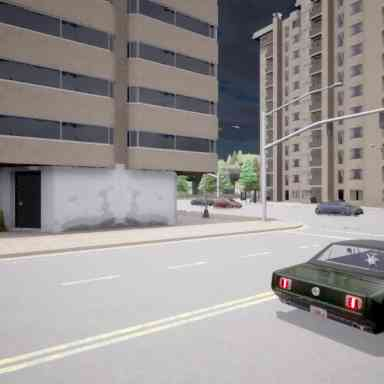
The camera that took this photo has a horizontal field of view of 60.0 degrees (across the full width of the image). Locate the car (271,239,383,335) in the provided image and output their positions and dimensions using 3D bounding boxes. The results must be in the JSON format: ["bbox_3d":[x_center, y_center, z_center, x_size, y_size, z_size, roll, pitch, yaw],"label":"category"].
[{"bbox_3d":[3.814,1.601,6.494,4.718,1.301,1.895,0,0,-35],"label":"car"}]

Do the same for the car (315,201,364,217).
[{"bbox_3d":[13.750,1.563,31.203,1.994,1.385,4.181,0,0,-36],"label":"car"}]

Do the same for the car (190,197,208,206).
[{"bbox_3d":[1.533,1.564,54.350,1.994,1.385,4.181,0,0,-36],"label":"car"}]

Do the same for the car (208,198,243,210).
[{"bbox_3d":[4.611,1.525,43.824,1.812,1.442,4.674,0,0,-36],"label":"car"}]

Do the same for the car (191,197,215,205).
[{"bbox_3d":[1.882,1.601,59.900,1.895,1.301,4.718,0,0,-35],"label":"car"}]
